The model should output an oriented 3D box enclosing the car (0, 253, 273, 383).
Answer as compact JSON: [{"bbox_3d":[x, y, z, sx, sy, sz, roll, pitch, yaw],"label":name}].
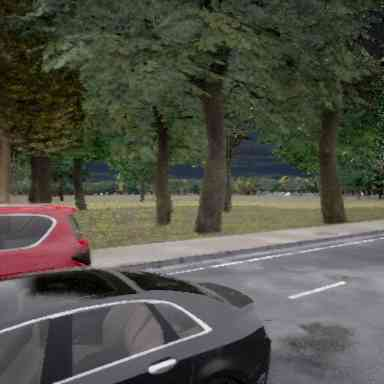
[{"bbox_3d":[-1.467,1.505,2.620,4.892,1.490,1.837,0,0,-35],"label":"car"}]

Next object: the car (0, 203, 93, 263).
[{"bbox_3d":[-4.209,1.221,4.661,5.566,2.045,2.150,0,0,-35],"label":"car"}]
